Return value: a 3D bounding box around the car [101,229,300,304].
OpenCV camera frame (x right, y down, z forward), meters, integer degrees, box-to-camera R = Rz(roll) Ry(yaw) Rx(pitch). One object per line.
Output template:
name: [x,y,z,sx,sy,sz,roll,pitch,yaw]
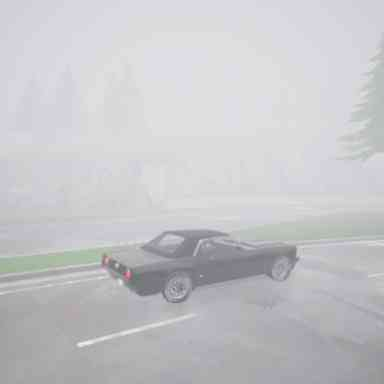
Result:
car: [0.401,1.565,8.043,4.718,1.301,1.895,0,0,-32]
